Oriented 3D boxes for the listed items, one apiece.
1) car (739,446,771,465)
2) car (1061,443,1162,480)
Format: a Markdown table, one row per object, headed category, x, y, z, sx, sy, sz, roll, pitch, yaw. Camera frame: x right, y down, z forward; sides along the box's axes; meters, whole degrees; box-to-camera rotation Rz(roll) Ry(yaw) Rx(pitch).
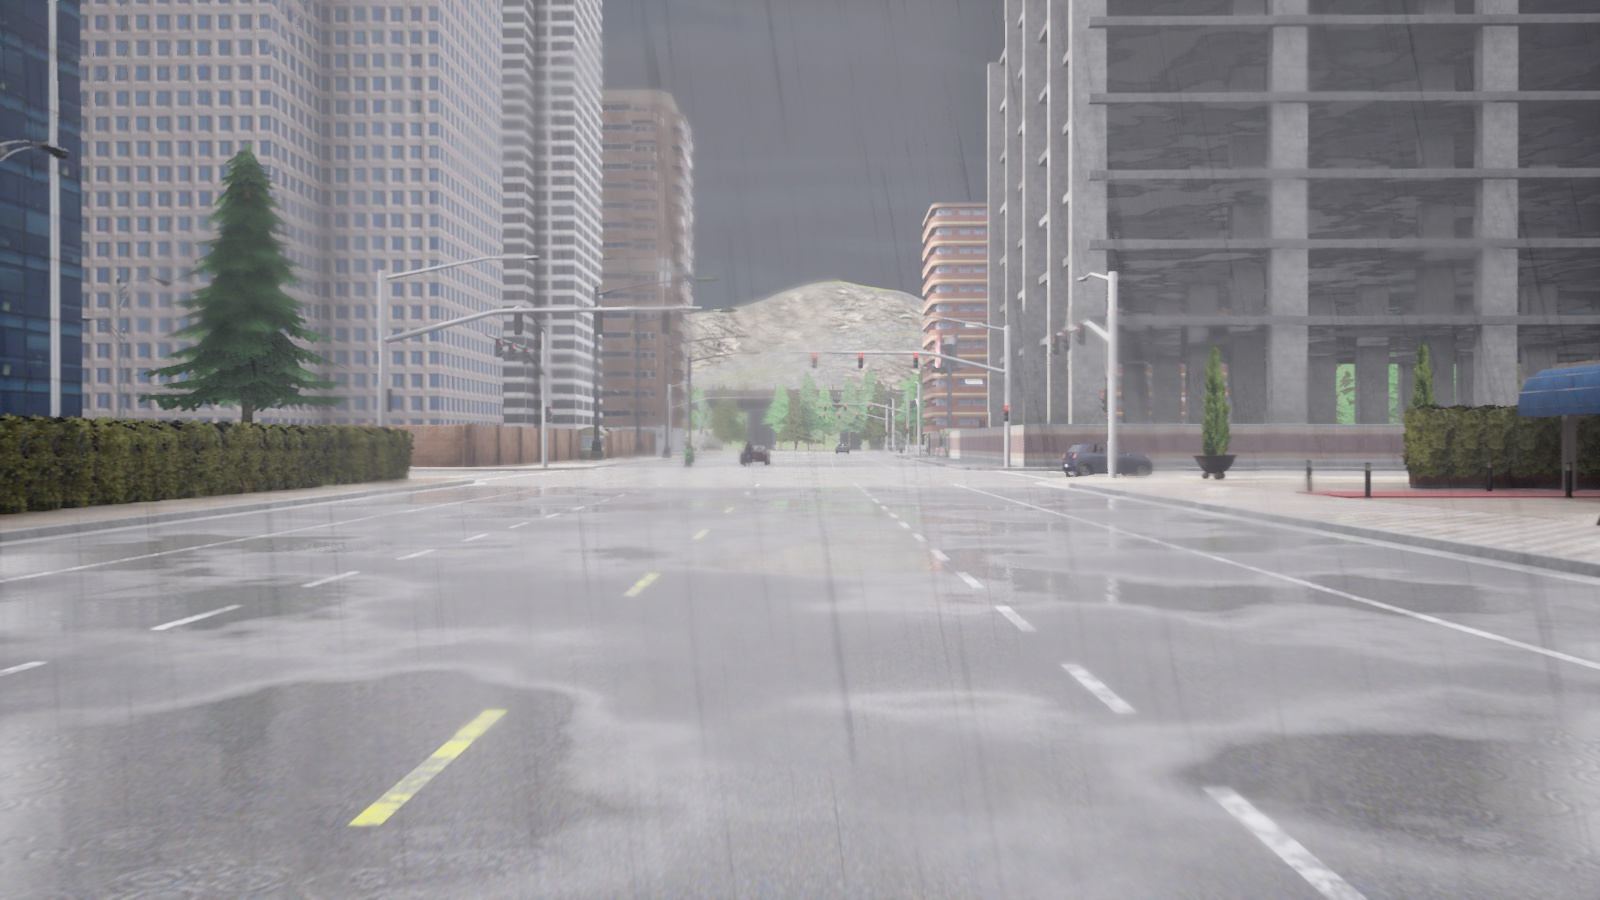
| category | x | y | z | sx | sy | sz | roll | pitch | yaw |
| --- | --- | --- | --- | --- | --- | --- | --- | --- | --- |
| car | -3.037 | 0.362 | 85.643 | 1.895 | 1.301 | 4.718 | 0 | 0 | 1 |
| car | 12.934 | 0.476 | 52.266 | 3.633 | 1.501 | 1.845 | 0 | 0 | -7 |
